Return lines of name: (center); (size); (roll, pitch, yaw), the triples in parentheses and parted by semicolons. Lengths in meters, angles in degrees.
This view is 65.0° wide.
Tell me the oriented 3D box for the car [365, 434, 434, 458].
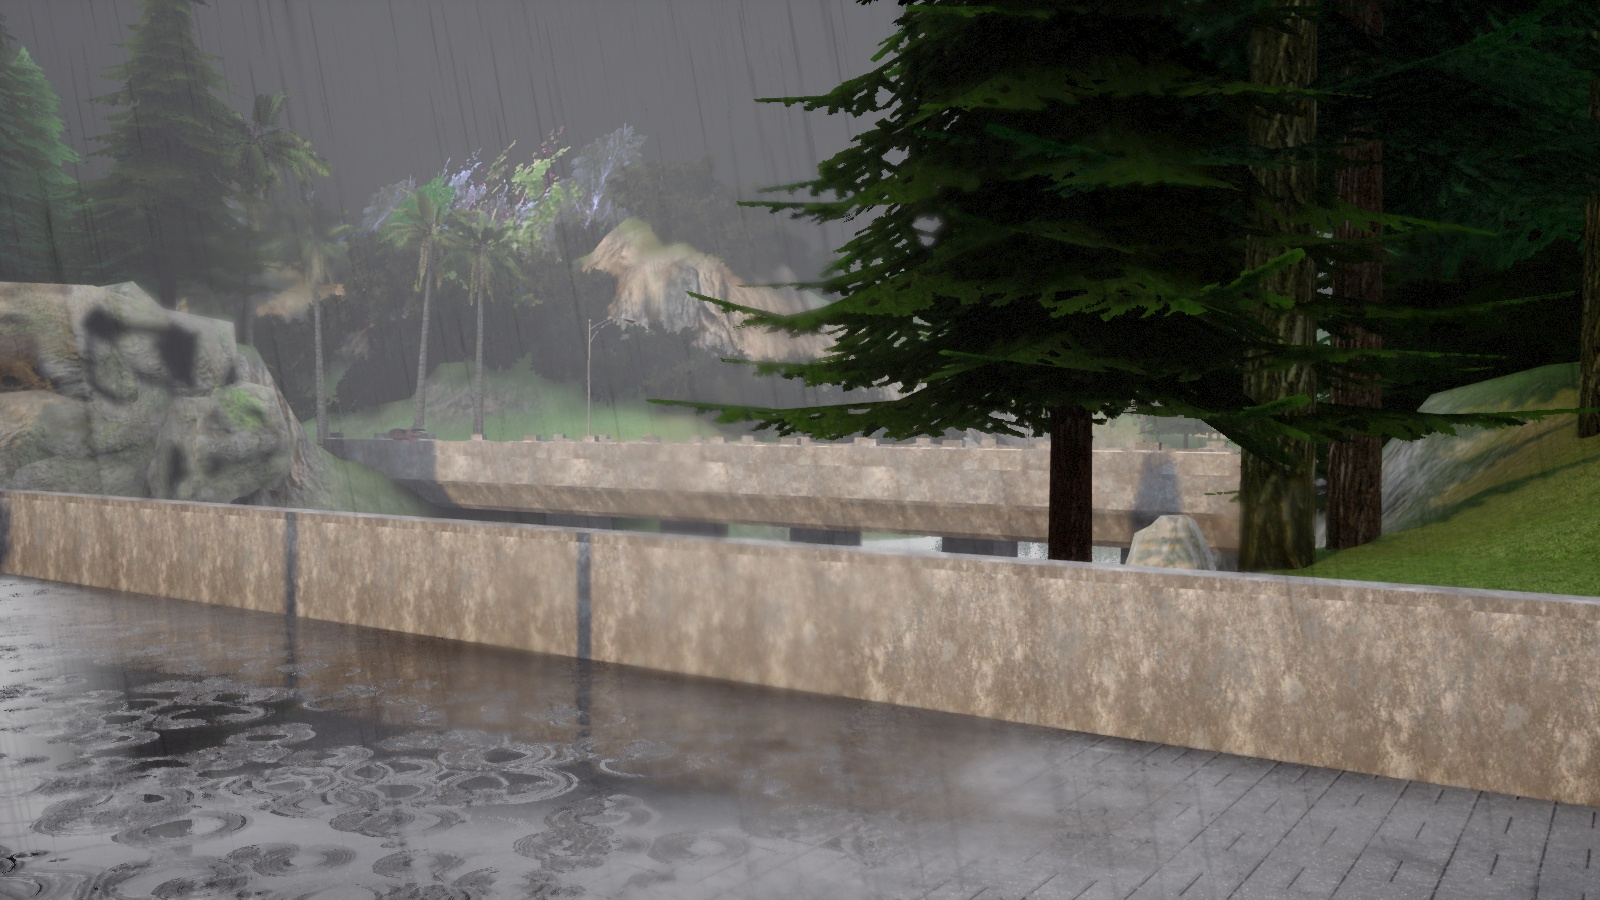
car: (-27.927, -0.280, 87.526); (4.856, 1.649, 2.033); (0, 1, 34)
